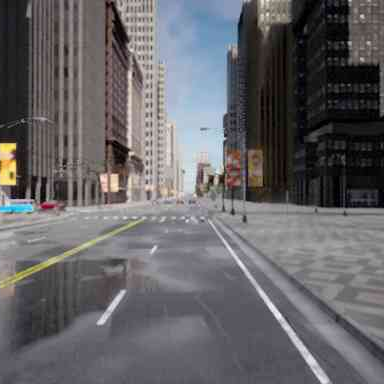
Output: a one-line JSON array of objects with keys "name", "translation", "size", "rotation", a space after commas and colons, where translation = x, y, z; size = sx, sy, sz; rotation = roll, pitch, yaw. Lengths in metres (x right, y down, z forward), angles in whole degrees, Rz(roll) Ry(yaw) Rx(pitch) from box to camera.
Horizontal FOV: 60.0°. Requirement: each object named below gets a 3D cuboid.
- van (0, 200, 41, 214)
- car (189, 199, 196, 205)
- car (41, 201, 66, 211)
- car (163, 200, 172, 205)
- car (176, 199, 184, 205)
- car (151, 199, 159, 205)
[{"name": "van", "translation": [-20.669, 1.786, 39.691], "size": [3.998, 1.788, 1.690], "rotation": [1, -1, 0]}, {"name": "car", "translation": [0.022, 2.697, 89.308], "size": [1.837, 1.490, 4.892], "rotation": [0, -1, 0]}, {"name": "car", "translation": [-20.641, 1.940, 48.215], "size": [4.097, 1.590, 1.967], "rotation": [1, -1, 0]}, {"name": "car", "translation": [-6.478, 2.739, 88.090], "size": [1.994, 1.385, 4.181], "rotation": [0, -1, 0]}, {"name": "car", "translation": [-3.229, 2.726, 89.691], "size": [1.812, 1.442, 4.674], "rotation": [0, -1, 0]}, {"name": "car", "translation": [-9.728, 2.711, 88.091], "size": [2.128, 1.511, 4.902], "rotation": [0, -1, 0]}]
